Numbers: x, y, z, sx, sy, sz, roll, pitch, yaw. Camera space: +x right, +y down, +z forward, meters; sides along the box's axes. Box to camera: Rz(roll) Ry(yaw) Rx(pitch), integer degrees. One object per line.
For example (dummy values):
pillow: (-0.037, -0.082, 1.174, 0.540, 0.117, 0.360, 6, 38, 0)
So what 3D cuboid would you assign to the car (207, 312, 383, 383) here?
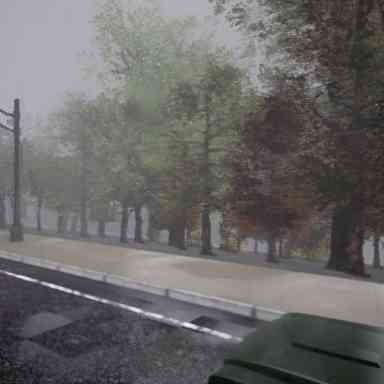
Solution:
car: (2.368, 1.602, 1.997, 4.718, 1.301, 1.895, 0, 0, 35)
